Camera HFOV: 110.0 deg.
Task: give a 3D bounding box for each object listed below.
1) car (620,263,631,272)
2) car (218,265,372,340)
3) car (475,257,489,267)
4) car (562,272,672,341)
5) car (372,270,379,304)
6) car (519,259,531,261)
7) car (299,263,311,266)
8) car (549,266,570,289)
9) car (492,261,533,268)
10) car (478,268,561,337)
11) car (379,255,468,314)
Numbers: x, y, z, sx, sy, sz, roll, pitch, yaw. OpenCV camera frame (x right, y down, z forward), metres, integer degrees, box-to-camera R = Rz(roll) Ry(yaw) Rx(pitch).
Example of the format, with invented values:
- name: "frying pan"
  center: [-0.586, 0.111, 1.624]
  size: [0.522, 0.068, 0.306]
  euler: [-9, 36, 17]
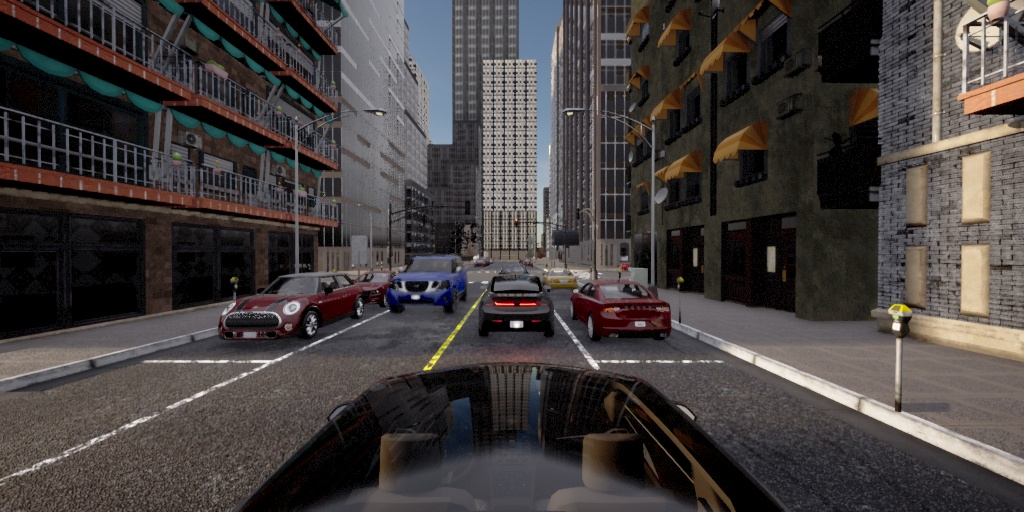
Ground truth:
- name: "car"
  center: [14.299, 1.005, 39.926]
  size: [4.507, 1.381, 1.888]
  euler: [0, 0, 0]
- name: "car"
  center: [-5.684, 1.188, 9.770]
  size: [1.967, 1.591, 4.097]
  euler: [0, 0, 0]
- name: "car"
  center: [-5.631, 1.291, 64.330]
  size: [1.888, 1.381, 4.507]
  euler: [0, 0, 0]
- name: "car"
  center: [2.697, 1.294, 9.748]
  size: [1.888, 1.381, 4.507]
  euler: [0, 0, 0]
- name: "car"
  center: [-5.679, 1.293, 15.294]
  size: [1.888, 1.381, 4.507]
  euler: [0, 0, 0]
- name: "car"
  center: [2.749, 1.186, 64.321]
  size: [1.967, 1.591, 4.097]
  euler: [0, 0, 0]
- name: "car"
  center: [-23.799, 1.494, 39.642]
  size: [4.097, 1.591, 1.967]
  euler: [0, 0, 0]
- name: "car"
  center: [2.707, 1.272, 20.965]
  size: [1.751, 1.417, 4.829]
  euler: [0, 0, 0]
- name: "car"
  center: [0.116, 1.239, 20.433]
  size: [2.128, 1.511, 4.902]
  euler: [0, 0, 0]
- name: "car"
  center: [0.108, 1.253, 10.299]
  size: [1.837, 1.490, 4.892]
  euler: [0, 0, 0]
- name: "car"
  center: [-3.060, 0.971, 14.220]
  size: [2.150, 2.045, 5.566]
  euler: [0, 0, 0]
